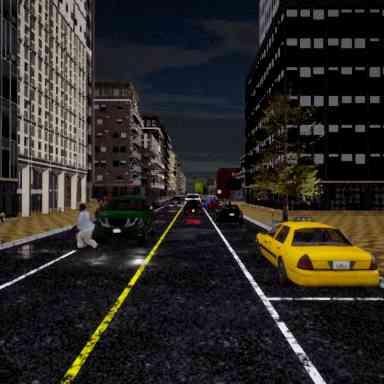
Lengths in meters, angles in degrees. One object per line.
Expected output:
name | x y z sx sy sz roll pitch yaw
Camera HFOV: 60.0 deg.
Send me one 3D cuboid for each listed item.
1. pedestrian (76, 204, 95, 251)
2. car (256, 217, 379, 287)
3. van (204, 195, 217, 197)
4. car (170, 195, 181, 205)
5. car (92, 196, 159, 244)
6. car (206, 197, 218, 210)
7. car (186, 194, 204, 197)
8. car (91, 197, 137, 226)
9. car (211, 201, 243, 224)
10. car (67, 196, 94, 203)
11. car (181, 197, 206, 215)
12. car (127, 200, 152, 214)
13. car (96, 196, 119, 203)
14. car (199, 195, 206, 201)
pedestrian | -3.945 1.297 12.292 0.375 1.860 0.375 0 0 0
car | 3.020 1.457 9.277 1.801 1.575 5.366 0 0 0
van | 2.763 1.371 47.402 1.690 1.788 3.998 0 0 0
car | -2.877 1.572 60.107 1.812 1.442 4.674 0 0 0
car | -3.074 1.227 16.223 2.150 2.045 5.566 0 0 -1
car | 2.751 1.606 41.713 1.802 1.307 4.206 0 0 0
car | 0.123 1.249 44.504 2.150 2.045 5.566 0 0 1
car | -5.632 1.324 24.690 2.192 1.841 5.009 0 0 0
car | 2.714 1.575 24.646 1.947 1.339 4.313 0 0 0
car | -22.811 1.515 68.255 4.829 1.417 1.752 0 0 0
car | 0.153 1.521 34.039 1.837 1.490 4.892 0 0 1
car | -5.609 1.563 36.068 1.887 1.381 4.507 0 0 0
car | -17.319 1.582 68.256 4.206 1.307 1.802 0 0 0
car | 2.891 1.631 92.359 1.752 1.417 4.829 0 0 0
